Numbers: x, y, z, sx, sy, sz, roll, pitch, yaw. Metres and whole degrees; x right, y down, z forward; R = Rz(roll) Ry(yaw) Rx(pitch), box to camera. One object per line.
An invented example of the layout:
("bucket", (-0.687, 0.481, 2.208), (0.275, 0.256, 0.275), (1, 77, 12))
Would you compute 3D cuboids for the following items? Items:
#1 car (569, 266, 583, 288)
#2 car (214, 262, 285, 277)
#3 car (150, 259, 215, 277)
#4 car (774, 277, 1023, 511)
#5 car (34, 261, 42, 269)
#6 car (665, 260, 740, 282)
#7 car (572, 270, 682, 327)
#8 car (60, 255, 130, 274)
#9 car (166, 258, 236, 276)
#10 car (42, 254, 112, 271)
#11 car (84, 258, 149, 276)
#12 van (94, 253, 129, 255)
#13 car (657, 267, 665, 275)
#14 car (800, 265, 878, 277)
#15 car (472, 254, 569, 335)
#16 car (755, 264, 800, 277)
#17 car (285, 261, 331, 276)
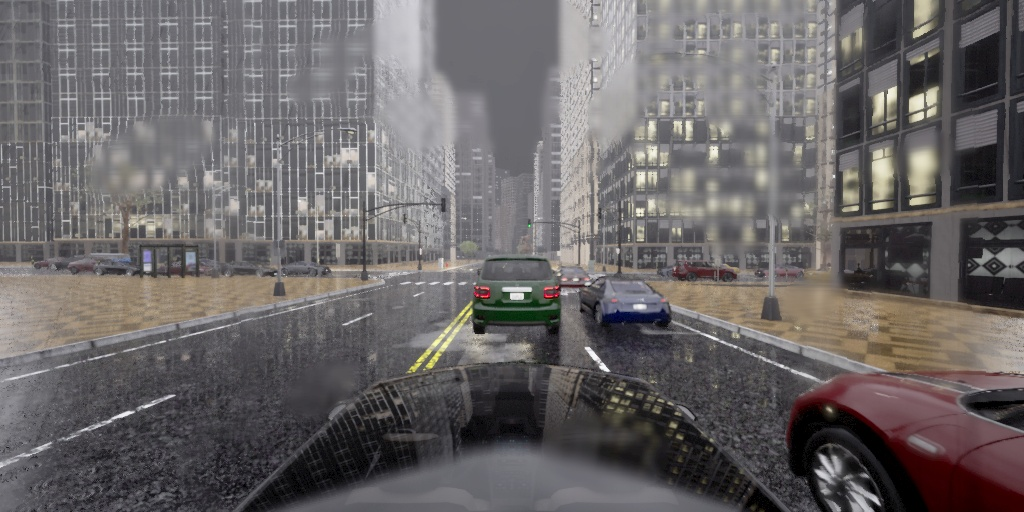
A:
("car", (3.431, 1.287, 21.410), (2.033, 1.411, 5.357), (0, 0, 1))
("car", (-22.677, 1.174, 31.124), (4.313, 1.339, 1.948), (0, 0, 1))
("car", (-28.361, 1.138, 31.267), (4.207, 1.307, 1.802), (0, 0, 1))
("car", (3.346, 1.102, 1.103), (2.097, 1.767, 4.553), (0, 0, 0))
("car", (-50.898, 0.793, 40.258), (4.207, 1.307, 1.802), (0, 0, 1))
("car", (16.247, 1.269, 30.524), (5.009, 1.841, 2.192), (0, 0, 1))
("car", (3.372, 1.309, 11.471), (1.994, 1.385, 4.181), (0, 0, 0))
("car", (-39.446, 0.937, 34.208), (4.674, 1.442, 1.812), (1, 1, 2))
("car", (-29.375, 0.994, 33.978), (4.902, 1.511, 2.128), (1, 1, 1))
("car", (-45.373, 0.809, 37.532), (4.892, 1.490, 1.837), (0, 1, 1))
("car", (-34.041, 1.069, 31.451), (4.313, 1.339, 1.948), (0, 0, 1))
("van", (-45.216, 0.605, 40.132), (3.998, 1.789, 1.690), (0, 0, 1))
("car", (16.940, 1.430, 36.287), (4.181, 1.385, 1.994), (1, 1, 1))
("car", (27.695, 1.578, 30.306), (4.829, 1.417, 1.751), (0, 0, 1))
("car", (0.116, 0.969, 10.594), (2.150, 2.045, 5.566), (0, 0, 0))
("car", (26.933, 1.518, 36.102), (4.181, 1.385, 1.994), (0, 1, 1))
("car", (-19.405, 1.157, 33.758), (4.181, 1.385, 1.994), (1, 1, 1))
